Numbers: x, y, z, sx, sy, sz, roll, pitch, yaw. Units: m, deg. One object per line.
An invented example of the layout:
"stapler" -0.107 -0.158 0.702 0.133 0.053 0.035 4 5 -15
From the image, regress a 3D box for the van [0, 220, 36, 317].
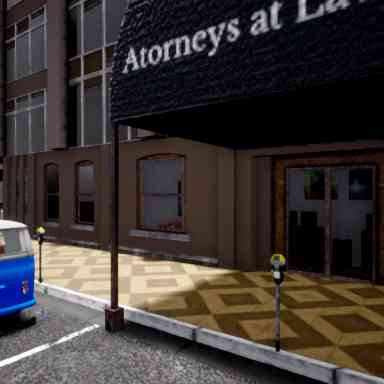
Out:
"van" -4.573 1.341 6.122 3.998 1.788 1.690 0 0 35
